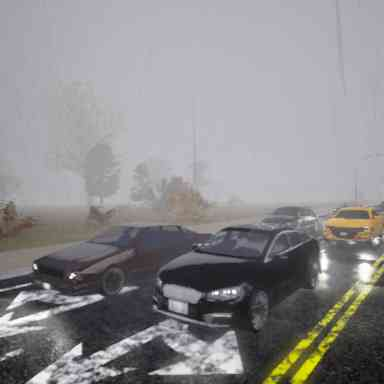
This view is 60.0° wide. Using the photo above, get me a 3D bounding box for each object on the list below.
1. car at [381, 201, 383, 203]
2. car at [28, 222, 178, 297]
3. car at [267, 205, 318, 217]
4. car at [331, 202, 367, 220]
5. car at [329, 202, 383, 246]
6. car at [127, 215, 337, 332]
[{"bbox_3d":[15.569,1.465,26.090,2.128,1.511,4.902,0,1,37],"label":"car"},{"bbox_3d":[-1.377,1.538,8.938,2.033,1.411,5.357,0,0,37],"label":"car"},{"bbox_3d":[5.365,1.488,17.933,1.837,1.490,4.892,0,0,37],"label":"car"},{"bbox_3d":[13.923,1.574,29.309,1.895,1.301,4.718,0,0,37],"label":"car"},{"bbox_3d":[7.729,1.464,15.664,1.882,1.535,5.008,0,0,37],"label":"car"},{"bbox_3d":[1.257,1.485,7.033,2.128,1.511,4.902,0,0,37],"label":"car"}]
